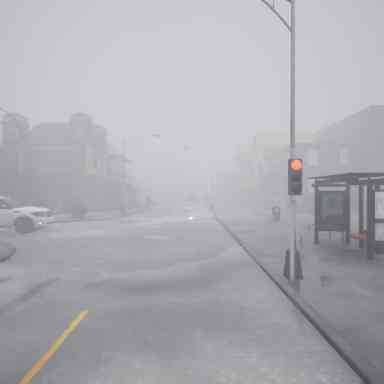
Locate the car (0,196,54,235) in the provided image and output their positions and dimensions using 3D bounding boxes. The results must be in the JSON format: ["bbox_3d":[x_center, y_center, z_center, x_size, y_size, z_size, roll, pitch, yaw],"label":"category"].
[{"bbox_3d":[-10.637,1.223,18.233,5.566,2.045,2.150,0,0,-7],"label":"car"}]

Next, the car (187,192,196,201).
[{"bbox_3d":[-0.100,1.057,77.254,2.150,2.045,5.566,0,0,0],"label":"car"}]

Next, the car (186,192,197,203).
[{"bbox_3d":[-0.087,1.352,67.190,2.097,1.767,4.553,0,0,0],"label":"car"}]
